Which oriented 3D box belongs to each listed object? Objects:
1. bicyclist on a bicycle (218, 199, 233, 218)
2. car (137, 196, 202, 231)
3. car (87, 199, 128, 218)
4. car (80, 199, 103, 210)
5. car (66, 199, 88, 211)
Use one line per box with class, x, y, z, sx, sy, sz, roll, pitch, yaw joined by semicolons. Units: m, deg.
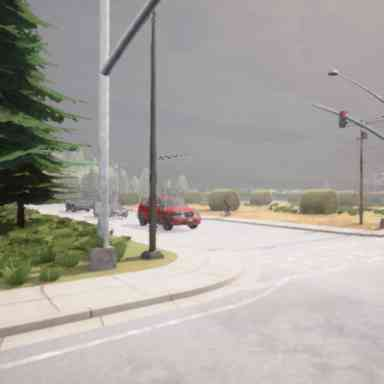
bicyclist on a bicycle;2.906;1.431;28.437;1.656;1.620;0.582;0;0;-34
car;-1.652;1.310;21.856;2.150;2.045;5.566;0;0;-34
car;-7.492;1.580;30.362;2.128;1.511;4.902;0;0;-34
car;-14.111;1.673;46.530;1.994;1.385;4.181;0;0;-34
car;-13.378;1.594;38.966;1.837;1.490;4.892;0;0;-34
